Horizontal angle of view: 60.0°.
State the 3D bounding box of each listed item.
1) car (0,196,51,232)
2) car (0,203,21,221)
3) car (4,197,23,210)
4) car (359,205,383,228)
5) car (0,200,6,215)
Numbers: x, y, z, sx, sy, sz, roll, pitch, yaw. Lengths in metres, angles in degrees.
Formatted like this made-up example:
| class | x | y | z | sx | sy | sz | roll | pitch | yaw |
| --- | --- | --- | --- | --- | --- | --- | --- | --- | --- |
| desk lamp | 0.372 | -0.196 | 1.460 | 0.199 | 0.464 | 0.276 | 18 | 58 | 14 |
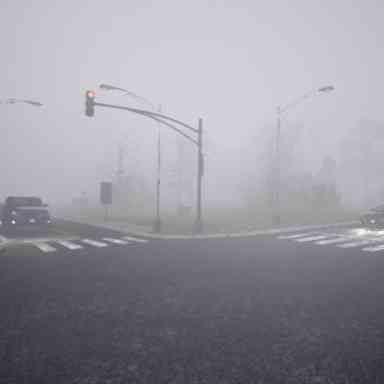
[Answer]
| class | x | y | z | sx | sy | sz | roll | pitch | yaw |
| --- | --- | --- | --- | --- | --- | --- | --- | --- | --- |
| car | -10.475 | 1.273 | 20.857 | 2.150 | 2.045 | 5.566 | 2 | -1 | -35 |
| car | -16.326 | 1.673 | 28.846 | 1.994 | 1.385 | 4.181 | 2 | -1 | -37 |
| car | -25.763 | 1.658 | 47.958 | 2.097 | 1.767 | 4.553 | 2 | -1 | -33 |
| car | 11.980 | 1.481 | 20.212 | 4.181 | 1.385 | 1.994 | 0 | 0 | -36 |
| car | -22.320 | 1.652 | 37.446 | 1.882 | 1.535 | 5.008 | 2 | -1 | -34 |
